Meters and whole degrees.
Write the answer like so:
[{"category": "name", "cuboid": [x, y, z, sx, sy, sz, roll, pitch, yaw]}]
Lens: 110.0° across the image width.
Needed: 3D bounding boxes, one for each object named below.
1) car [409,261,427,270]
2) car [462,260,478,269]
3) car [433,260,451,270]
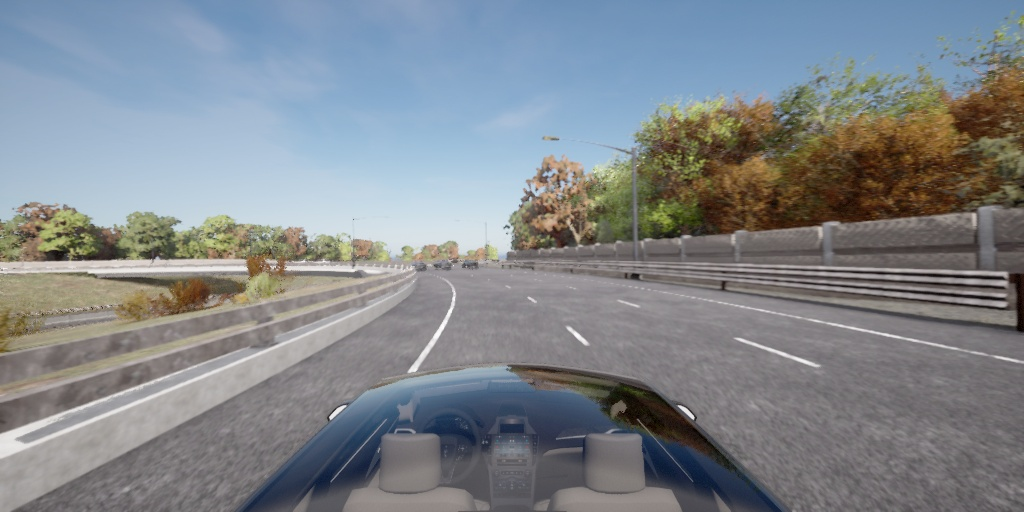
[{"category": "car", "cuboid": [-14.893, 1.517, 56.655, 2.128, 1.511, 4.902, -1, 0, -30]}, {"category": "car", "cuboid": [-6.804, 1.372, 57.781, 1.837, 1.490, 4.892, -2, 1, -21]}, {"category": "car", "cuboid": [-11.248, 1.446, 57.327, 2.128, 1.511, 4.902, -1, 0, -30]}]
